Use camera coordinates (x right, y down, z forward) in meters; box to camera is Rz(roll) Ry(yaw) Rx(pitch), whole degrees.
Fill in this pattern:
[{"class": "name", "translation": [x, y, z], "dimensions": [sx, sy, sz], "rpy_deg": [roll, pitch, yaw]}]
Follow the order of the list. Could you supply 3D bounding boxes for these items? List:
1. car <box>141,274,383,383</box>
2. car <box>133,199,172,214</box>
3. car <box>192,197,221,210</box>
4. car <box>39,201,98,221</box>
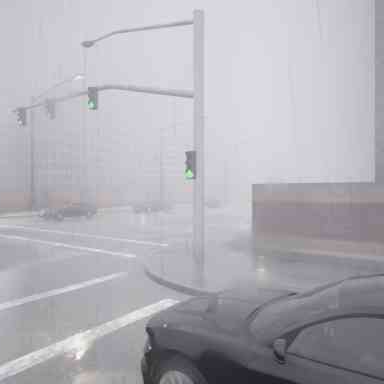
[{"class": "car", "translation": [1.741, 1.478, 2.764], "dimensions": [5.008, 1.535, 1.882], "rpy_deg": [0, 0, 37]}, {"class": "car", "translation": [-4.172, 1.505, 35.566], "dimensions": [1.837, 1.490, 4.892], "rpy_deg": [0, 0, 36]}, {"class": "car", "translation": [1.997, 1.478, 44.022], "dimensions": [1.882, 1.535, 5.008], "rpy_deg": [0, 0, 36]}, {"class": "car", "translation": [-10.099, 1.492, 27.428], "dimensions": [2.128, 1.511, 4.902], "rpy_deg": [0, 0, 34]}]
